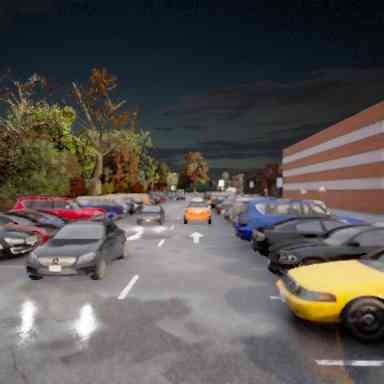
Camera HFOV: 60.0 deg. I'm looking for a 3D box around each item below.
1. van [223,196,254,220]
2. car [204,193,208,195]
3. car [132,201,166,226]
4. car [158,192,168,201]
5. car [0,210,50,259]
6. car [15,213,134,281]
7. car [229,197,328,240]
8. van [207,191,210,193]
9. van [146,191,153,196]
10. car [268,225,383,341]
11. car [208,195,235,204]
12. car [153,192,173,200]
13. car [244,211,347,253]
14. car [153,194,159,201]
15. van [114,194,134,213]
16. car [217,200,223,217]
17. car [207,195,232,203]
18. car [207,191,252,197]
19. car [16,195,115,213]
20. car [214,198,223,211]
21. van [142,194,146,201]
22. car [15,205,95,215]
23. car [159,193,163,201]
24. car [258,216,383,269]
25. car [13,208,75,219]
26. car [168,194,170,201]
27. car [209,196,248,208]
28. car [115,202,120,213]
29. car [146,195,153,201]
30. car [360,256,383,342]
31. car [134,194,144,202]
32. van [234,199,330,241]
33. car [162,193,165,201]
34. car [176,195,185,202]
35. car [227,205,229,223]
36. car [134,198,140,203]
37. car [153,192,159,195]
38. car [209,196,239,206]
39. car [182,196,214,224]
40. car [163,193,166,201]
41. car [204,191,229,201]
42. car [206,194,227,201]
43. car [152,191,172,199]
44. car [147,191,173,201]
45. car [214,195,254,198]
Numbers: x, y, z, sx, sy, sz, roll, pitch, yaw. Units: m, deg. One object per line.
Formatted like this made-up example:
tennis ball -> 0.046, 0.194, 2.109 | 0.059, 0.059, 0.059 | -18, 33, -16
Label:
van -> 4.602, 1.439, 22.760 | 4.442, 1.987, 1.878 | 0, 0, 1
car -> 4.929, 1.412, 51.154 | 5.366, 1.575, 1.946 | 0, 1, 1
car -> -2.989, 1.689, 25.231 | 1.812, 1.442, 4.674 | 0, 0, 1
car -> -7.331, 1.297, 59.726 | 5.008, 1.535, 2.097 | 0, 1, 1
car -> -8.021, 1.549, 11.710 | 4.892, 1.521, 2.231 | 0, 0, 1
car -> -3.222, 1.596, 10.270 | 1.812, 1.442, 4.674 | 0, -1, 1
car -> 4.631, 1.353, 14.403 | 5.566, 2.045, 2.435 | 0, 0, 1
van -> 5.077, 1.133, 56.802 | 4.442, 1.987, 1.878 | 0, 1, 1
van -> -7.687, 1.239, 42.789 | 4.442, 1.987, 1.878 | 0, 0, 1
car -> 4.298, 1.536, 5.928 | 5.366, 1.575, 1.946 | 0, 0, 1
car -> 5.262, 1.360, 59.627 | 4.792, 1.488, 2.163 | 0, 1, 1
car -> -7.001, 0.953, 79.495 | 4.553, 1.767, 2.185 | 0, 0, 1
car -> 4.557, 1.583, 11.576 | 5.008, 1.535, 2.097 | 0, 0, 1
car -> -7.539, 1.438, 45.486 | 5.008, 1.535, 2.097 | 0, 1, 1
van -> -7.654, 1.380, 28.666 | 4.442, 1.987, 1.878 | 0, 1, 1
car -> 4.801, 1.680, 28.550 | 4.674, 1.452, 2.002 | 0, 1, 1
car -> 5.314, 1.314, 65.279 | 4.674, 1.452, 2.002 | 0, 1, 1
car -> 4.929, 1.276, 39.848 | 5.566, 2.045, 2.435 | 0, 1, 1
car -> -7.868, 1.361, 20.057 | 5.566, 2.045, 2.435 | 0, 0, 1
car -> 4.844, 1.612, 31.375 | 5.008, 1.535, 2.097 | 0, 1, 1
van -> -7.769, 1.296, 37.139 | 4.442, 1.987, 1.878 | 0, 1, 1
car -> -7.907, 1.620, 17.231 | 4.792, 1.488, 2.163 | 0, 0, 1
car -> -7.450, 1.382, 51.132 | 5.008, 1.535, 2.097 | 0, 1, 1
car -> 4.528, 1.561, 8.751 | 5.008, 1.535, 2.097 | 0, 0, 1
car -> -7.947, 1.598, 14.408 | 4.792, 1.488, 2.163 | 0, 0, 1
car -> -7.291, 1.269, 62.549 | 5.008, 1.535, 2.097 | 0, 1, 1
car -> 5.261, 1.441, 48.324 | 5.366, 1.575, 1.946 | 0, 1, 1
car -> -7.851, 1.630, 22.890 | 5.008, 1.535, 2.097 | 0, -1, 1
car -> -7.618, 1.495, 39.964 | 4.892, 1.521, 2.231 | 0, 1, 1
car -> 4.442, 1.558, 3.099 | 4.674, 1.452, 2.002 | 0, 0, 1
car -> -7.663, 1.425, 34.192 | 4.553, 1.767, 2.185 | 0, 1, 1
van -> 4.525, 1.400, 17.230 | 4.442, 1.987, 1.878 | 0, 0, 1
car -> -7.420, 1.354, 53.955 | 5.008, 1.535, 2.097 | 0, 1, 1
car -> -2.299, 1.314, 69.214 | 1.895, 1.301, 4.718 | 0, 1, 1
car -> 4.678, 1.688, 20.051 | 4.674, 1.452, 2.002 | 0, 0, 1
car -> -7.765, 1.607, 31.497 | 4.792, 1.488, 2.163 | 0, 1, 1
car -> -7.525, 1.285, 48.308 | 4.553, 1.767, 2.185 | 0, 1, 1
car -> 5.156, 1.427, 53.977 | 4.674, 1.452, 2.002 | 0, 1, 1
car -> 0.462, 1.515, 26.980 | 2.097, 1.767, 4.553 | 0, 0, 1
car -> -7.404, 1.355, 56.903 | 4.792, 1.488, 2.163 | 0, 1, 1
car -> 5.499, 0.901, 76.577 | 5.566, 2.045, 2.435 | 0, 1, 1
car -> 5.433, 1.224, 73.756 | 4.674, 1.452, 2.002 | 0, 1, 1
car -> -7.188, 1.183, 71.019 | 4.892, 1.521, 2.231 | 0, 1, 1
car -> -7.116, 0.901, 73.716 | 5.566, 2.045, 2.435 | 0, 1, 1
car -> 4.847, 1.458, 34.199 | 4.553, 1.767, 2.185 | 0, 1, 1
